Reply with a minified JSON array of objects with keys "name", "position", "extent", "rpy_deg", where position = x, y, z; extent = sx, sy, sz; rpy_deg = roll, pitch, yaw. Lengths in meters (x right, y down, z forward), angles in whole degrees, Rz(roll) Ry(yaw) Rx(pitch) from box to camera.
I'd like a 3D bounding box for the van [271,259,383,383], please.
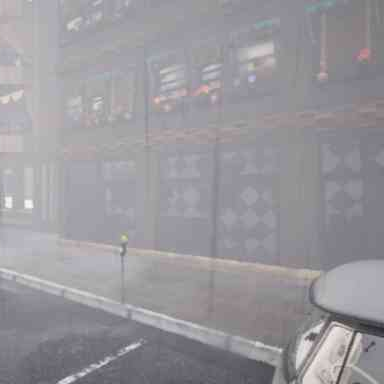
[{"name":"van","position":[2.240,1.349,1.294],"extent":[3.998,1.788,1.690],"rpy_deg":[0,-1,36]}]
